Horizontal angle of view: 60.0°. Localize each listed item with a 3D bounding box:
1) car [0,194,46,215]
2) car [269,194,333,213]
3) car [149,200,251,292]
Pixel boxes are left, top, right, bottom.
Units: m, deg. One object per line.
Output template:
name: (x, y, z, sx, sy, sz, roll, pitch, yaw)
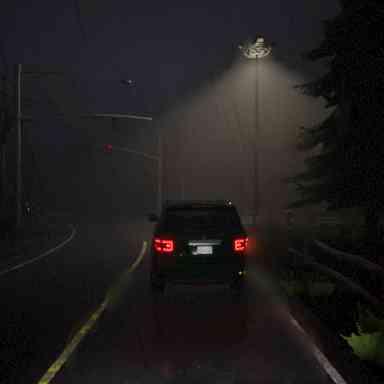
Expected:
car: (-17.569, 1.222, 34.203, 5.566, 2.045, 2.150, 0, 0, 30)
car: (9.826, 1.248, 30.168, 5.566, 2.045, 2.150, 0, 0, -2)
car: (0.010, 1.221, 9.128, 2.150, 2.045, 5.566, 0, 0, -5)
